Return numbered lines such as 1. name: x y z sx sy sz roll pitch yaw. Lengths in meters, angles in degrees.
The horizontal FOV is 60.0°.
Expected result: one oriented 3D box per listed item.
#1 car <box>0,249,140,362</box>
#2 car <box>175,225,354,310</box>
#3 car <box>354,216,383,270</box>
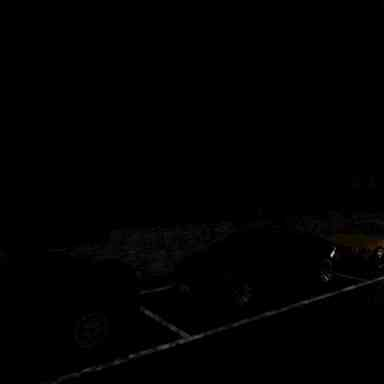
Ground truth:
1. car: -2.932 1.544 4.555 4.507 1.381 1.887 0 0 -36
2. car: 1.650 1.559 7.837 4.313 1.339 1.947 0 0 -36
3. car: 6.094 1.512 11.021 4.829 1.417 1.752 0 0 -36
